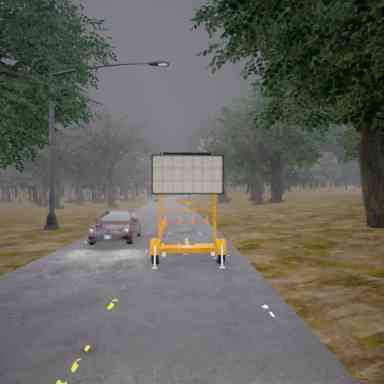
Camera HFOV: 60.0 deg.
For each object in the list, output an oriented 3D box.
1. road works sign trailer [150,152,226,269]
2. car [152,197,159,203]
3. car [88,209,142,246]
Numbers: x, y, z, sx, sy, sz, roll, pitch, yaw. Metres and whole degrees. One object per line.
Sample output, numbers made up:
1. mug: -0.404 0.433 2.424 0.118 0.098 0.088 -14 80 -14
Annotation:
1. road works sign trailer: -0.152 0.477 11.214 2.380 3.560 2.880 0 0 -2
2. car: -8.116 1.854 76.387 2.033 1.411 5.357 0 0 -5
3. car: -3.449 1.545 15.568 1.812 1.442 4.674 0 0 -2
